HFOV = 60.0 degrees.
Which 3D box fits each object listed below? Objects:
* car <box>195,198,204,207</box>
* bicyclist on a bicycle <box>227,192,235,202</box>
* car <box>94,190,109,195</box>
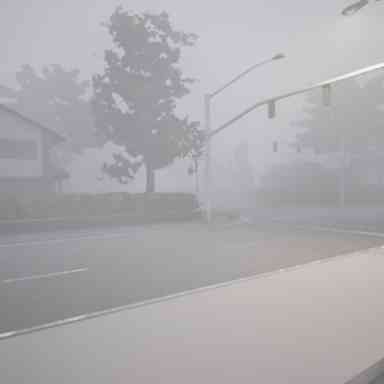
[{"bbox_3d":[-0.709,1.192,42.746,2.033,1.411,5.357,-1,1,-36],"label":"car"},{"bbox_3d":[6.019,0.801,51.273,1.656,1.620,0.582,-1,1,-36],"label":"bicyclist on a bicycle"},{"bbox_3d":[-20.358,0.629,75.375,2.150,2.045,5.566,-1,1,-36],"label":"car"}]
